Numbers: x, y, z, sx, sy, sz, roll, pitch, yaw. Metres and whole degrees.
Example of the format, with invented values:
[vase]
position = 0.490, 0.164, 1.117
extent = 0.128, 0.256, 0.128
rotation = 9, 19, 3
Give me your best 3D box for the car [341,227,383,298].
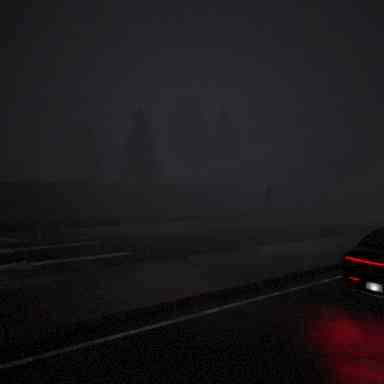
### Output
[car]
position = 5.341, 1.505, 7.556
extent = 4.892, 1.490, 1.837
rotation = 0, 0, -35
